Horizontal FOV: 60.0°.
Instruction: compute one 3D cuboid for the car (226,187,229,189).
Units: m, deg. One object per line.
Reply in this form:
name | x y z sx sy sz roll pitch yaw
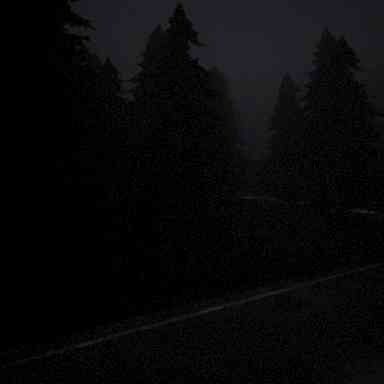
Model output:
car | 6.545 -0.242 46.051 1.812 1.442 4.674 0 5 -31
